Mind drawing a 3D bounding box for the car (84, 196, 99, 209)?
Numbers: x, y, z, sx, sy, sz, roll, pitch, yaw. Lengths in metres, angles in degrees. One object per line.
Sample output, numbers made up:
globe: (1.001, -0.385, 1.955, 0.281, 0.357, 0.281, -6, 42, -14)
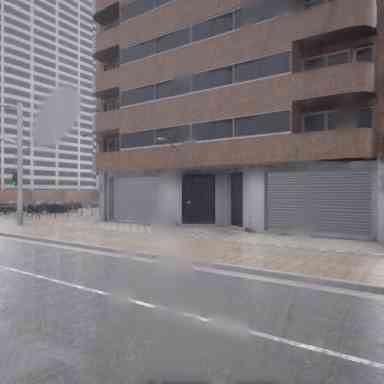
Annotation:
car: (-13.825, 1.563, 45.600, 1.994, 1.385, 4.181, 0, 0, 35)

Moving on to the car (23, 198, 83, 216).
car: (-13.809, 1.477, 33.063, 1.882, 1.535, 5.008, 0, 0, 35)

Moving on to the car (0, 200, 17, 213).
car: (-19.519, 1.546, 37.400, 2.033, 1.411, 5.357, 0, 0, 35)
